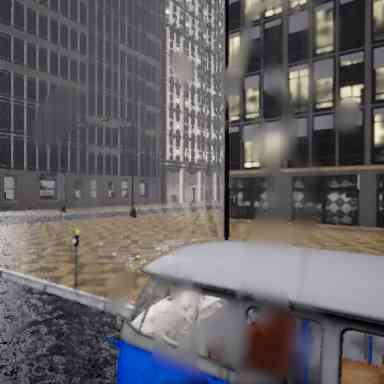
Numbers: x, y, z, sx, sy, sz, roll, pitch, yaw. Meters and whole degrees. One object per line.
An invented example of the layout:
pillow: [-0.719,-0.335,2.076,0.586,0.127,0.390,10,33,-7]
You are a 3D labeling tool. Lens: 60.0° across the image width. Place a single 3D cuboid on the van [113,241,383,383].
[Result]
van: [1.224,1.341,2.106,3.998,1.788,1.690,1,0,35]
